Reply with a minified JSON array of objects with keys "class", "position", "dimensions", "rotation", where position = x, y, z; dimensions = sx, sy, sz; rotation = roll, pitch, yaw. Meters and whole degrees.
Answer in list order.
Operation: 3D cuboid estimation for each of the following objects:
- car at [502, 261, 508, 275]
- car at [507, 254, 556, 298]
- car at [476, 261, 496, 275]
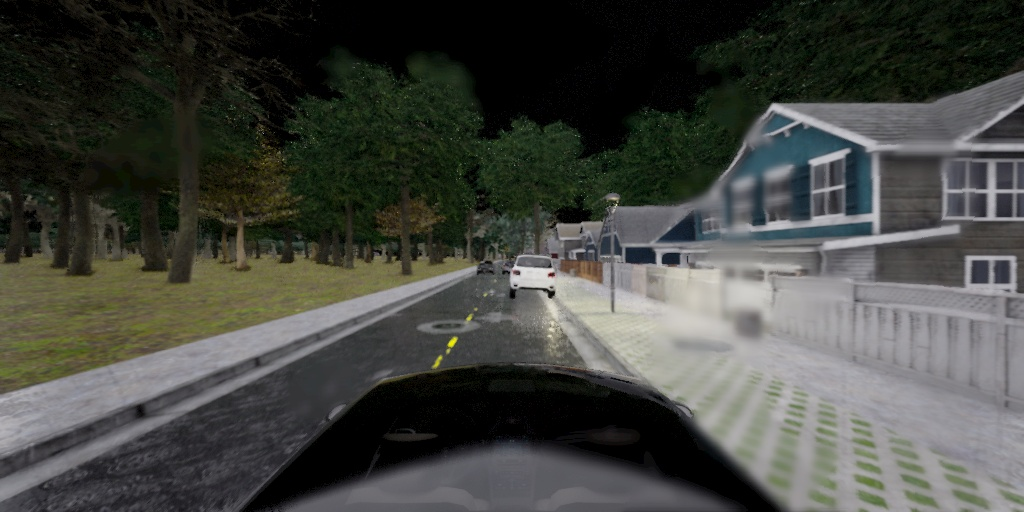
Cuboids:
[{"class":"car","position":[-0.057,1.334,40.061],"dimensions":[1.994,1.385,4.181],"rotation":[0,0,2]},{"class":"car","position":[0.983,1.007,18.485],"dimensions":[2.150,2.045,5.566],"rotation":[3,-1,0]},{"class":"car","position":[-2.798,1.275,39.196],"dimensions":[1.837,1.490,4.892],"rotation":[0,-1,0]}]
